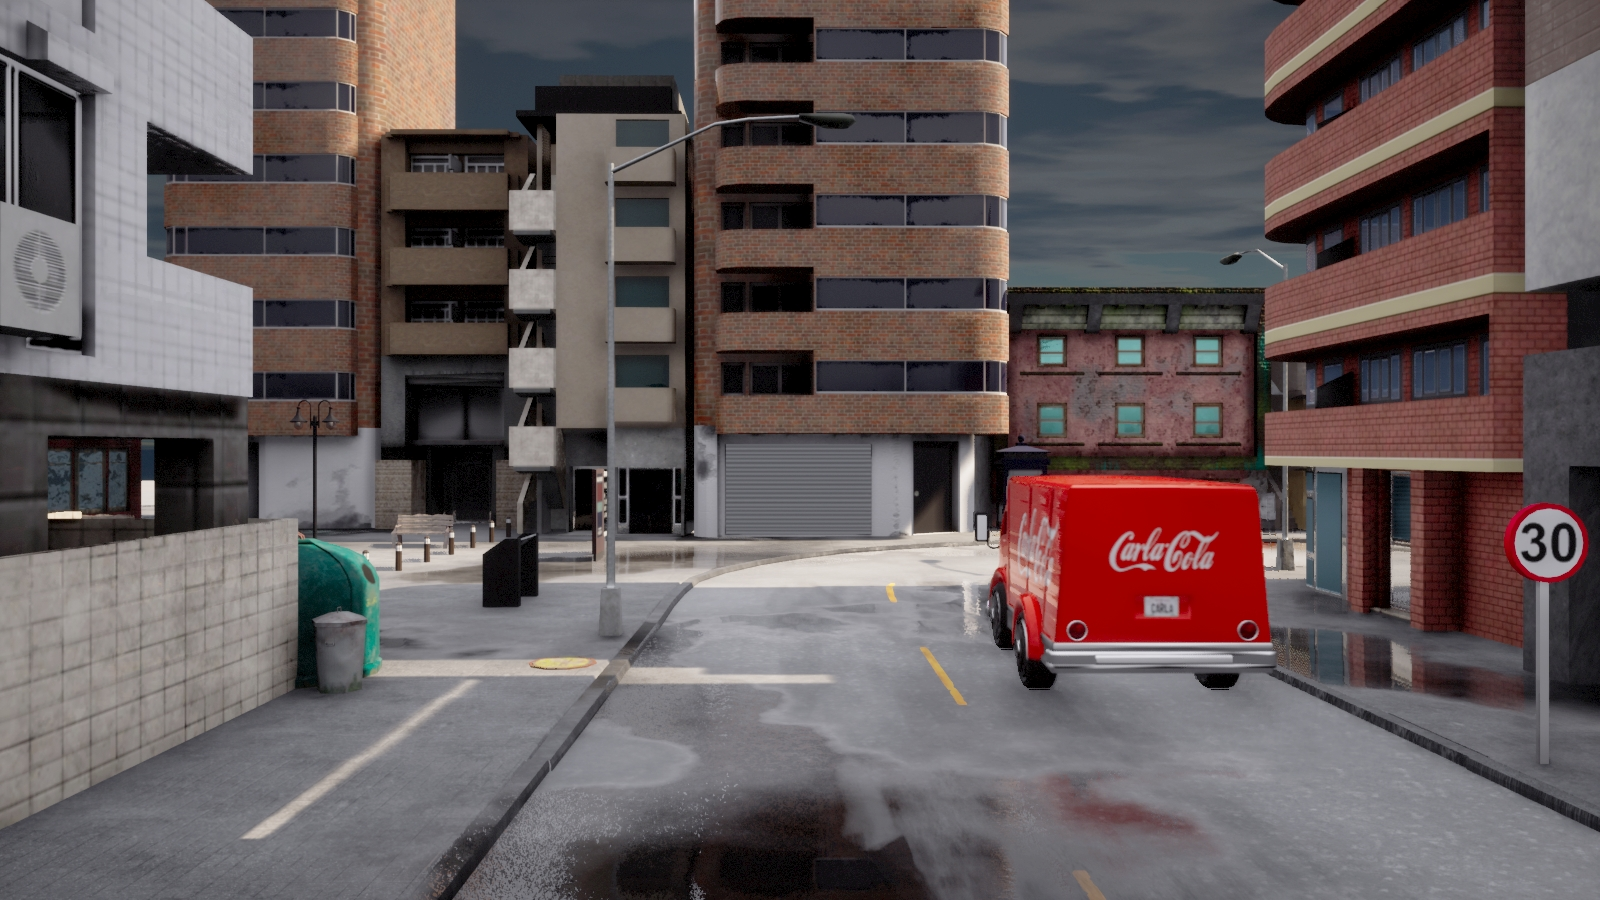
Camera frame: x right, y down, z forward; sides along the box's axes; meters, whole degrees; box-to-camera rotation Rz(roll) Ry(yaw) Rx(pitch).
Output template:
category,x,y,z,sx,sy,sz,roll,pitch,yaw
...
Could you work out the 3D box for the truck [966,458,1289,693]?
category,x,y,z,sx,sy,sz,roll,pitch,yaw
truck,3.850,1.352,14.705,2.627,2.467,5.204,0,0,0
